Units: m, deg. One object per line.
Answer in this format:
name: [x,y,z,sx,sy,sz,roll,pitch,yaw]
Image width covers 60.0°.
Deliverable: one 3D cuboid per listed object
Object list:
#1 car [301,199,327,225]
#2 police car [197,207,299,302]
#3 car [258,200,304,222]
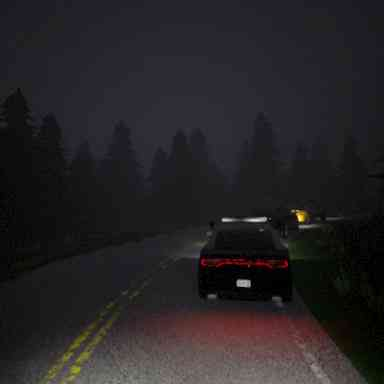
car: [7.322,1.267,21.901,1.801,1.575,5.366,-4,-2,38]
police car: [1.343,1.410,8.476,1.930,1.638,5.238,-1,0,9]
car: [4.219,1.408,17.094,1.837,1.490,4.892,-3,0,27]
